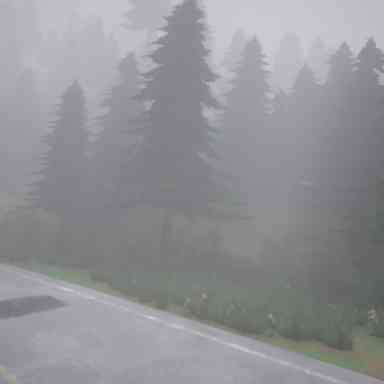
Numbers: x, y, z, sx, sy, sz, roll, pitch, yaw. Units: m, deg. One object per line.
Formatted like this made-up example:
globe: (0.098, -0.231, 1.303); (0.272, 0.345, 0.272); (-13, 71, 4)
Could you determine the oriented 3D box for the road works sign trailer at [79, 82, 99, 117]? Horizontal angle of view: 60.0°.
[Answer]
road works sign trailer: (-13.148, -11.341, 40.826); (2.380, 3.560, 2.880); (24, 5, -6)
